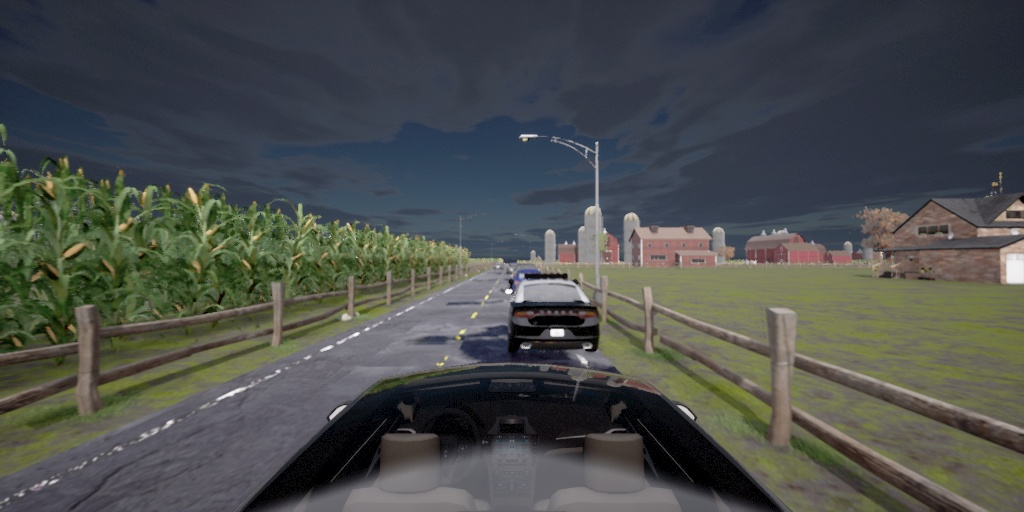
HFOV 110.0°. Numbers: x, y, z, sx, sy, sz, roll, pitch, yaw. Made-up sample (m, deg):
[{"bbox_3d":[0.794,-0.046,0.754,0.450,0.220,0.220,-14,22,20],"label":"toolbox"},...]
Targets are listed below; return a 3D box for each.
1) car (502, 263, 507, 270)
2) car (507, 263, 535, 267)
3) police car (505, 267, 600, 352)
[{"bbox_3d":[0.212,1.667,47.604,2.128,1.511,4.902,0,-1,1],"label":"car"},{"bbox_3d":[0.916,1.306,25.110,2.097,1.767,4.553,0,-1,0],"label":"car"},{"bbox_3d":[0.853,1.241,9.250,1.930,1.638,5.238,0,-1,0],"label":"police car"}]
